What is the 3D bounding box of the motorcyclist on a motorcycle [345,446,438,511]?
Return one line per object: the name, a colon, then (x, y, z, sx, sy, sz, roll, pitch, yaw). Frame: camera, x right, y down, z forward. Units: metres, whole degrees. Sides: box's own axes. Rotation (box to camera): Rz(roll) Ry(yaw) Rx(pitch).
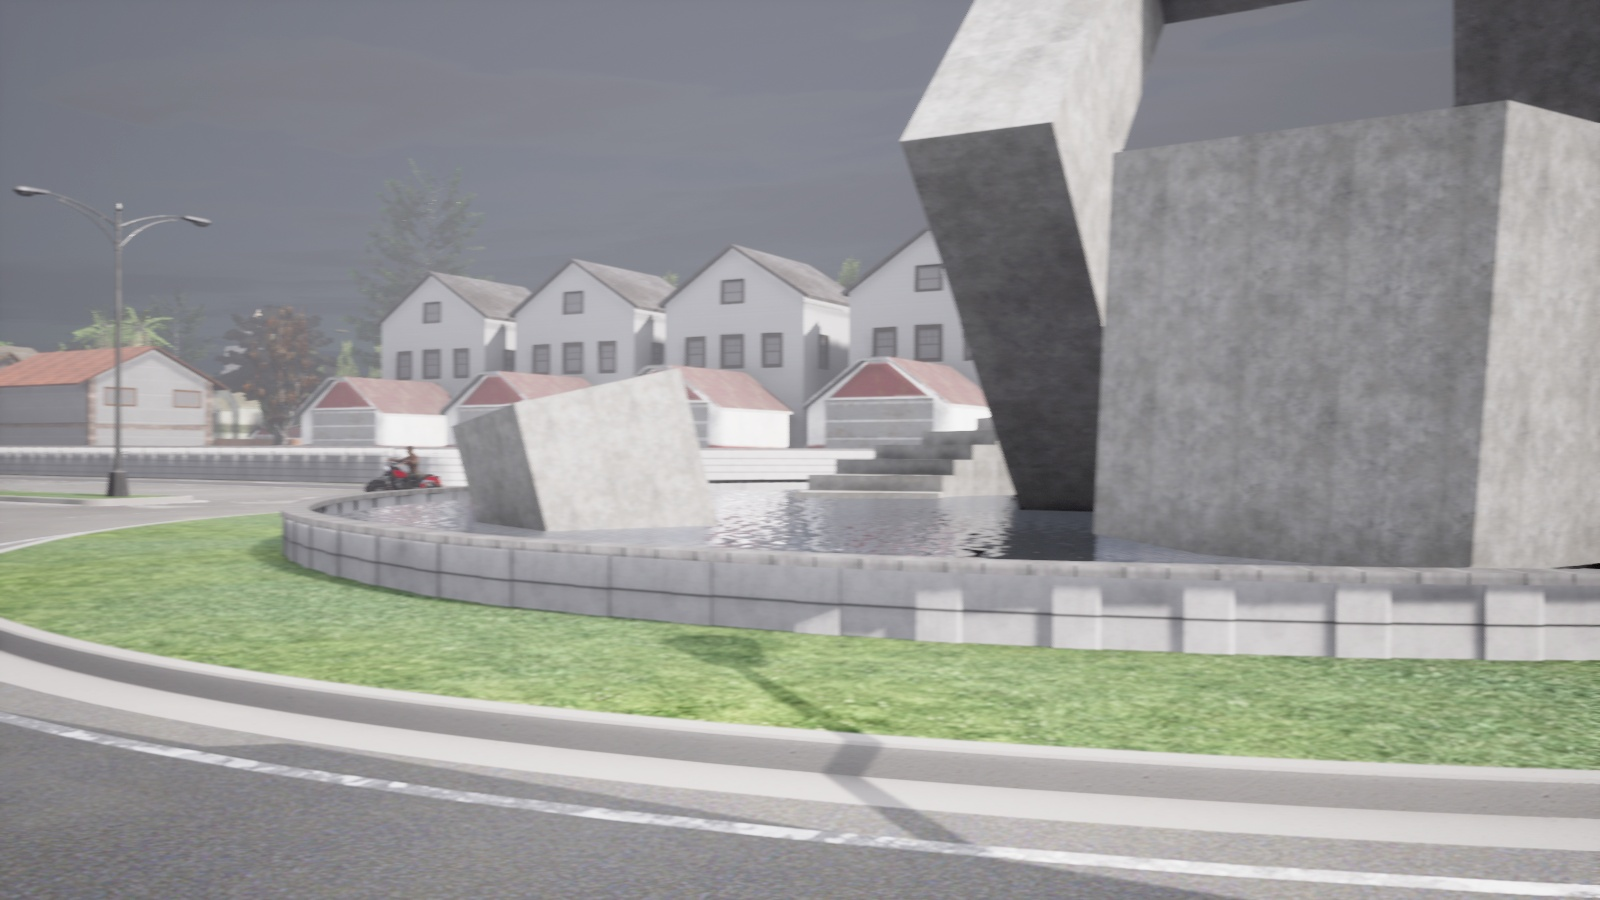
motorcyclist on a motorcycle: (-10.854, 0.725, 33.459, 0.766, 1.649, 2.350, 1, 1, 37)
